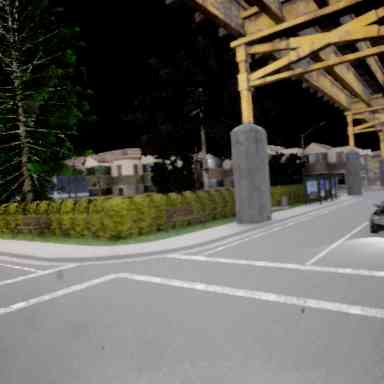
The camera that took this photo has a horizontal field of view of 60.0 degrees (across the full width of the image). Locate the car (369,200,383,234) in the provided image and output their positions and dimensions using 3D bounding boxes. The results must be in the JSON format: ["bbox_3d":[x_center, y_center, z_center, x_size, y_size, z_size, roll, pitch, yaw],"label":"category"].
[{"bbox_3d":[8.520,0.860,13.476,1.994,1.385,4.181,-4,1,37],"label":"car"}]
